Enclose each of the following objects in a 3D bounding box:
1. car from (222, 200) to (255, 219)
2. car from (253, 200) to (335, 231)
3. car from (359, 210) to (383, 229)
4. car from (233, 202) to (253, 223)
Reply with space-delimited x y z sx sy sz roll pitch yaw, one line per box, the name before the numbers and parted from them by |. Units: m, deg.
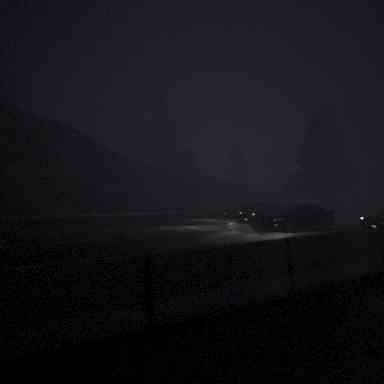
car | 4.716 1.438 27.113 4.892 1.490 1.837 0 0 -28
car | 6.385 1.428 20.058 5.008 1.535 1.882 0 0 -28
car | 11.797 1.553 19.031 4.718 1.301 1.895 0 0 -27
car | 5.610 1.542 23.656 4.718 1.301 1.895 0 0 -29
